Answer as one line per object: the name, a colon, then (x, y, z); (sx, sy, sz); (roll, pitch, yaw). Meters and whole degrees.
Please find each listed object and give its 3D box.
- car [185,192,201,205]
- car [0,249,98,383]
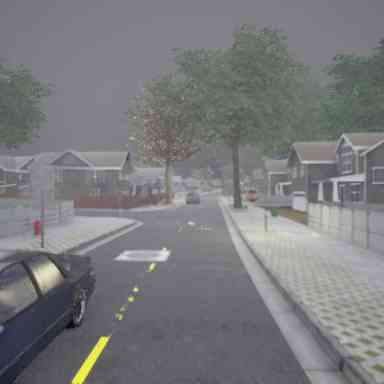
car: (0.189, 1.020, 52.677); (2.150, 2.045, 5.566); (0, 2, 4)
car: (-2.774, 1.530, 4.192); (2.033, 1.411, 5.357); (0, 0, 1)
